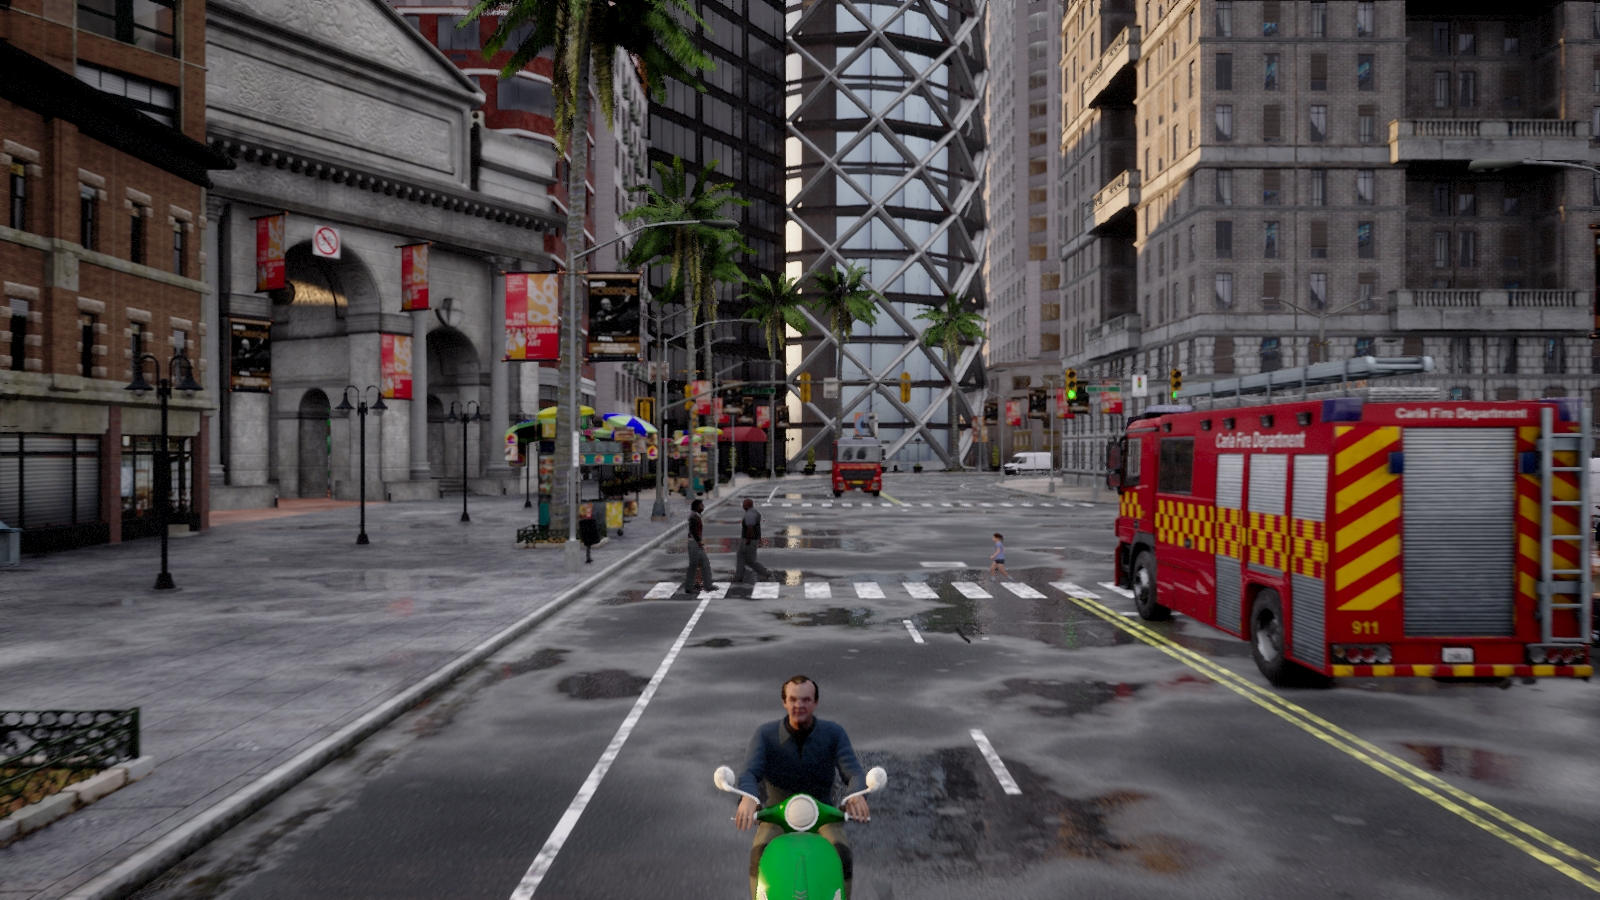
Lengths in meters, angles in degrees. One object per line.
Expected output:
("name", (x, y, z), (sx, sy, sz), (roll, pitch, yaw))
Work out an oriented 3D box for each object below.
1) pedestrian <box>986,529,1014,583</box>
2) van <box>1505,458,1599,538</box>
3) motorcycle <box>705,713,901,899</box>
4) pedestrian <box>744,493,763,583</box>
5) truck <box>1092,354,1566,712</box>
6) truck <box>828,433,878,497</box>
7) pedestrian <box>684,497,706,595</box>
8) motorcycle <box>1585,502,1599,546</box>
("pedestrian", (4.213, 2.229, 24.086), (0.500, 1.100, 0.500), (0, 0, 0))
("van", (26.774, 1.534, 37.621), (5.915, 2.561, 1.988), (0, 0, -1))
("motorcycle", (0.011, 2.182, 5.898), (0.856, 1.236, 1.805), (0, 0, 0))
("pedestrian", (-0.970, 1.849, 24.038), (0.375, 1.860, 0.375), (0, 0, 0))
("truck", (6.747, 0.890, 16.468), (2.891, 3.827, 8.468), (0, 0, 0))
("truck", (3.270, 0.891, 72.423), (2.891, 3.827, 8.468), (0, 0, 0))
("pedestrian", (-2.036, 1.848, 22.099), (0.375, 1.860, 0.375), (0, 0, 3))
("motorcycle", (24.744, 2.205, 34.005), (2.209, 1.251, 0.867), (0, 0, -4))
